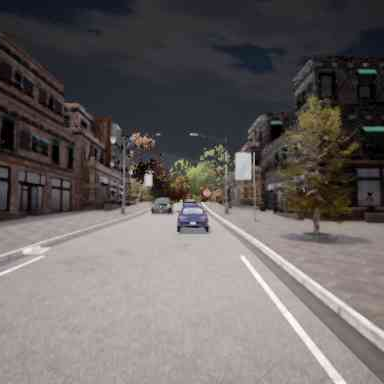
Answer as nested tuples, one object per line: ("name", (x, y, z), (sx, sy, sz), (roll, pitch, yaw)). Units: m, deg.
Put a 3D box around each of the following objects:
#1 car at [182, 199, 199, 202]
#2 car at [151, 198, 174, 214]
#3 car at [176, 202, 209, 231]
("car", (-0.223, 1.541, 40.627), (2.128, 1.511, 4.902), (0, 0, -1))
("car", (-3.098, 1.392, 35.223), (2.097, 1.767, 4.553), (0, 0, 0))
("car", (0.029, 1.549, 20.476), (1.812, 1.442, 4.674), (0, 0, -1))
